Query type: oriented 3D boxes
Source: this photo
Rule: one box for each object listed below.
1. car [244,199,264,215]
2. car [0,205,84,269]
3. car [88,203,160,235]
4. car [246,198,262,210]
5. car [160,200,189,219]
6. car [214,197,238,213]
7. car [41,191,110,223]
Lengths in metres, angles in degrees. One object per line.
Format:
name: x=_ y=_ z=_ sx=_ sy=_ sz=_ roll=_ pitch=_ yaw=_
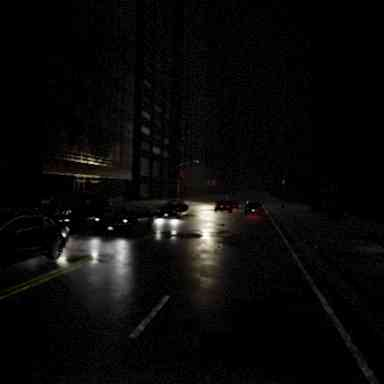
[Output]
car: x=6.728 y=1.617 z=36.174 sx=1.837 sy=1.490 sz=4.892 roll=2 pitch=0 yaw=11
car: x=-5.213 y=1.296 z=8.911 sx=2.128 sy=1.511 sz=4.902 roll=2 pitch=0 yaw=10
car: x=-3.477 y=1.435 z=18.016 sx=1.895 sy=1.301 sz=4.718 roll=2 pitch=0 yaw=11
car: x=8.764 y=1.692 z=47.125 sx=2.033 sy=1.411 sz=5.357 roll=2 pitch=0 yaw=11
car: x=-1.499 y=1.415 z=28.432 sx=2.033 sy=1.411 sz=5.357 roll=2 pitch=0 yaw=11
car: x=3.587 y=1.554 z=37.060 sx=2.033 sy=1.411 sz=5.357 roll=2 pitch=0 yaw=11
car: x=-6.572 y=0.951 z=19.086 sx=2.150 sy=2.045 sz=5.566 roll=2 pitch=0 yaw=11
